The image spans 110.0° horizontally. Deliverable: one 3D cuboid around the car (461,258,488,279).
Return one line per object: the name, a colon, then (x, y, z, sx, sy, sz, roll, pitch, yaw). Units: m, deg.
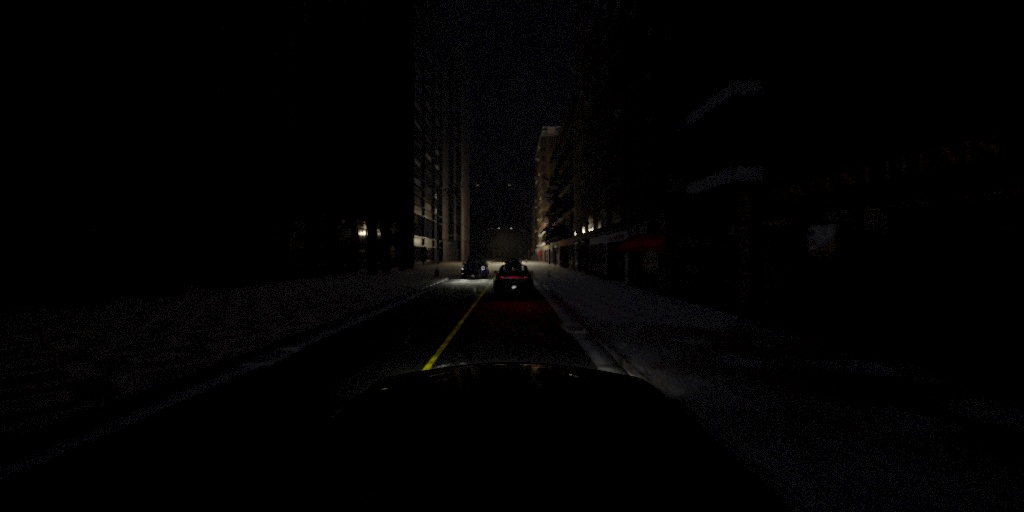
car: (-3.097, 0.959, 30.636, 2.097, 1.767, 4.553, 0, 0, 0)

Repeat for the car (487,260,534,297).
car: (0.089, 1.166, 18.376, 2.128, 1.511, 4.902, 0, 0, 0)
